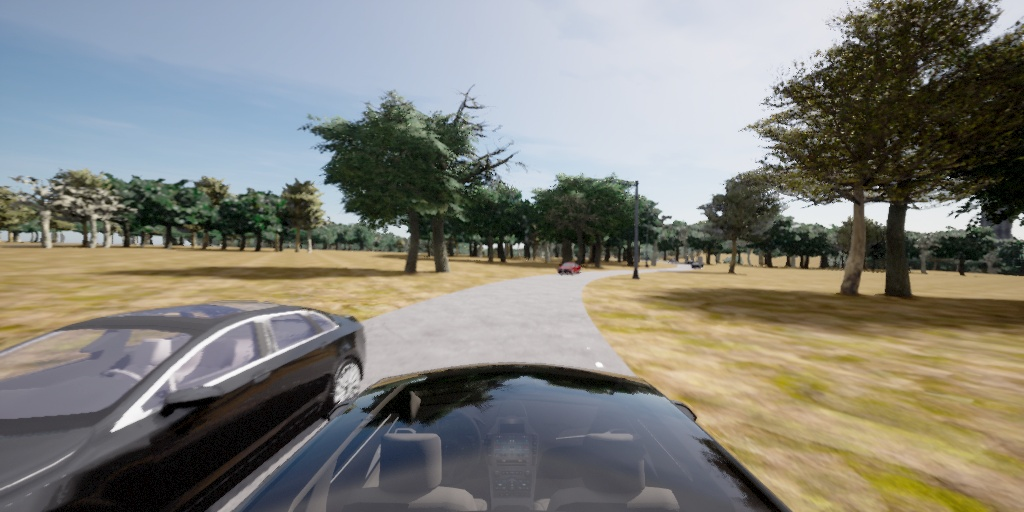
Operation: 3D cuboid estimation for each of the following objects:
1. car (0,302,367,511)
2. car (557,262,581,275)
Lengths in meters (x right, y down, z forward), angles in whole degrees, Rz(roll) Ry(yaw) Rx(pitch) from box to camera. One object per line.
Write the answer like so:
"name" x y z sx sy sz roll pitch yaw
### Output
"car" -2.957 1.227 3.045 2.128 1.511 4.902 0 0 2
"car" 7.231 1.581 45.206 1.882 1.535 5.008 1 -1 26
